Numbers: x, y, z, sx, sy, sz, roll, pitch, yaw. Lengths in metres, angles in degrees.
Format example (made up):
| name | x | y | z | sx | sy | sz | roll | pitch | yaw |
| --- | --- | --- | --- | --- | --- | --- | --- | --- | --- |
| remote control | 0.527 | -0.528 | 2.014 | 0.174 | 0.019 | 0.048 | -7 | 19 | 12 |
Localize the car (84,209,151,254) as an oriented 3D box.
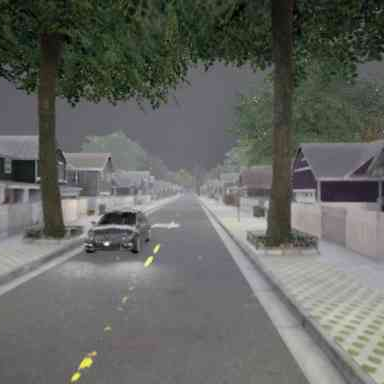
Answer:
| name | x | y | z | sx | sy | sz | roll | pitch | yaw |
| --- | --- | --- | --- | --- | --- | --- | --- | --- | --- |
| car | -2.764 | 1.460 | 13.276 | 1.837 | 1.490 | 4.892 | 0 | 0 | 0 |
